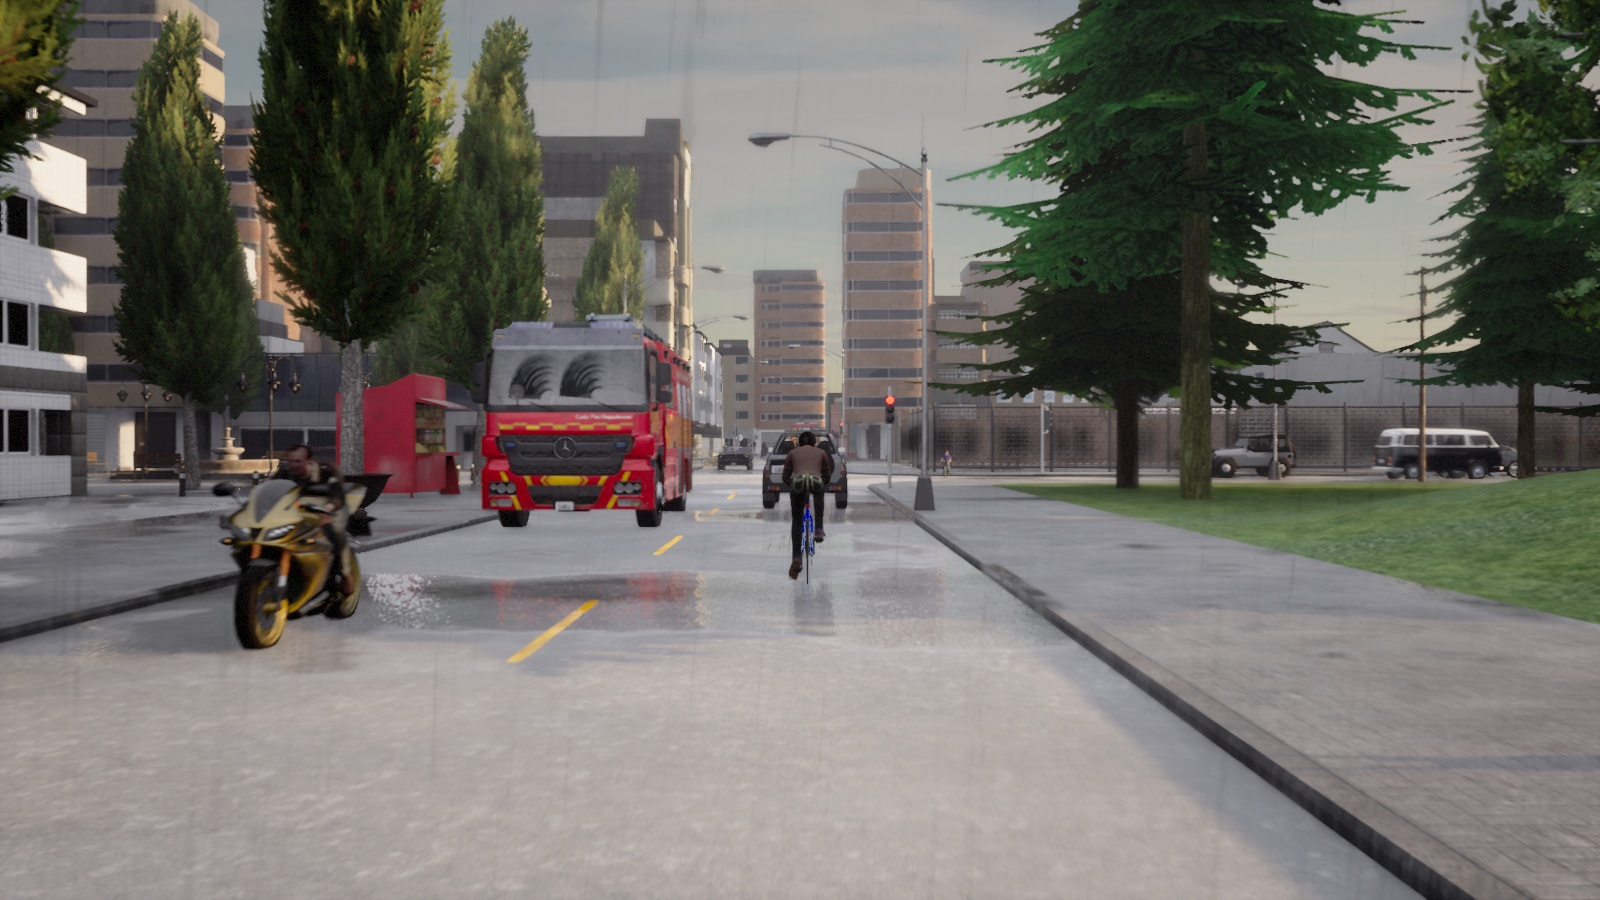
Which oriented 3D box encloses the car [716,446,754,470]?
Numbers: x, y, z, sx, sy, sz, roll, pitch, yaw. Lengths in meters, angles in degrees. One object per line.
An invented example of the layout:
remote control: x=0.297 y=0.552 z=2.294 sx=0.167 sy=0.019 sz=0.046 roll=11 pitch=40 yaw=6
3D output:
car: x=-3.669 y=0.439 z=71.771 sx=1.895 sy=1.301 sz=4.718 roll=0 pitch=0 yaw=0

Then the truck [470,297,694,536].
truck: x=-3.858 y=-0.558 z=24.359 sx=2.891 sy=3.827 sz=8.468 roll=0 pitch=0 yaw=0

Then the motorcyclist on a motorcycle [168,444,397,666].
motorcyclist on a motorcycle: x=-3.930 y=0.723 z=9.778 sx=0.866 sy=1.530 sz=2.191 roll=0 pitch=0 yaw=0

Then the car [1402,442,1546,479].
car: x=28.395 y=0.427 z=53.005 sx=4.902 sy=1.511 sz=2.128 roll=0 pitch=0 yaw=0

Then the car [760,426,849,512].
car: x=0.147 y=0.398 z=29.387 sx=1.932 sy=1.855 sz=4.605 roll=0 pitch=0 yaw=1

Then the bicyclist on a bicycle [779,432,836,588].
bicyclist on a bicycle: x=0.083 y=0.621 z=13.850 sx=0.582 sy=1.620 sz=1.656 roll=0 pitch=0 yaw=0

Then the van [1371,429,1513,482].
van: x=24.989 y=0.214 z=49.018 sx=4.480 sy=2.038 sz=2.069 roll=0 pitch=0 yaw=0

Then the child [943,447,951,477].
child: x=6.182 y=0.512 z=52.895 sx=0.270 sy=1.263 sz=0.437 roll=0 pitch=0 yaw=0

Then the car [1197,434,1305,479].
car: x=19.023 y=0.259 z=53.085 sx=3.866 sy=1.878 sz=1.905 roll=0 pitch=0 yaw=-1
